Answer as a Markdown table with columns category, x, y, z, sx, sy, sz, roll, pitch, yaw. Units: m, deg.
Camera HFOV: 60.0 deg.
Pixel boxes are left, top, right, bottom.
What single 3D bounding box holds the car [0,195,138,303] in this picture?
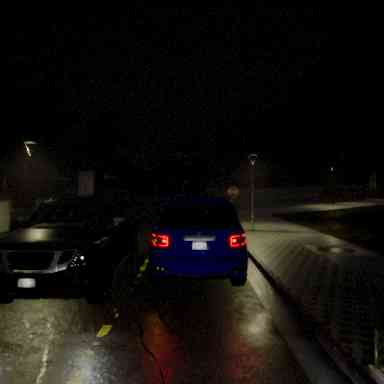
| category | x | y | z | sx | sy | sz | roll | pitch | yaw |
| --- | --- | --- | --- | --- | --- | --- | --- | --- | --- |
| car | -2.747 | 1.120 | 8.282 | 2.150 | 2.045 | 5.566 | 0 | 1 | 0 |

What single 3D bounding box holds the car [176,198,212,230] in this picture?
| category | x | y | z | sx | sy | sz | roll | pitch | yaw |
| --- | --- | --- | --- | --- | --- | --- | --- | --- | --- |
| car | 0.107 | 1.232 | 20.158 | 1.882 | 1.535 | 5.008 | 0 | 1 | 0 |

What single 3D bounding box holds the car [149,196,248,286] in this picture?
| category | x | y | z | sx | sy | sz | roll | pitch | yaw |
| --- | --- | --- | --- | --- | --- | --- | --- | --- | --- |
| car | 0.110 | 1.109 | 9.177 | 2.150 | 2.045 | 5.566 | 0 | 1 | -1 |
